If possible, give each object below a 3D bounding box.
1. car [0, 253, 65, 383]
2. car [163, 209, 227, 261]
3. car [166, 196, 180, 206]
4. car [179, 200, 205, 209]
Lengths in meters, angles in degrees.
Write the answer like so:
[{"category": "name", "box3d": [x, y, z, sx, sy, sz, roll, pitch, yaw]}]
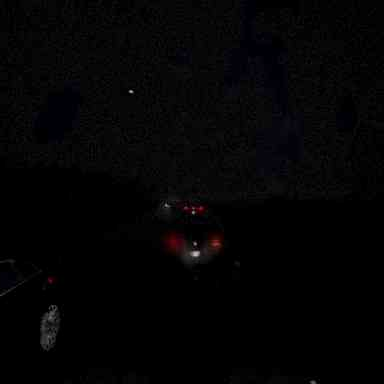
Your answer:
[{"category": "car", "box3d": [-2.847, 1.462, 3.185, 2.128, 1.511, 4.902, 0, 1, 0]}, {"category": "car", "box3d": [0.110, 1.494, 11.865, 1.895, 1.301, 4.718, 0, 1, 0]}, {"category": "car", "box3d": [-2.721, 1.255, 49.369, 1.812, 1.442, 4.674, 0, 0, 0]}, {"category": "car", "box3d": [0.118, 1.352, 29.336, 1.895, 1.301, 4.718, 0, 0, 0]}]
